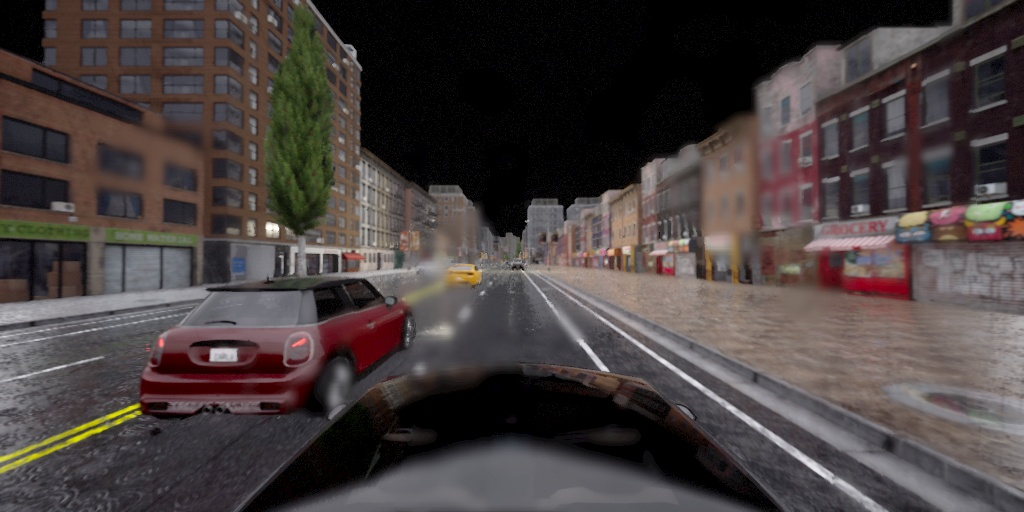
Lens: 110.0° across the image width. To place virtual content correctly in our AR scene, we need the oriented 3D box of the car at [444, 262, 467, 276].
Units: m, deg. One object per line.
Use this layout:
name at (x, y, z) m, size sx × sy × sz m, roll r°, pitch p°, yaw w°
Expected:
car at (-6.578, 1.468, 42.160) m, size 1.837 × 1.490 × 4.892 m, roll 0°, pitch 0°, yaw 0°

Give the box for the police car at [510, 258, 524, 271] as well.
police car at (0.986, 1.586, 60.432) m, size 1.930 × 1.638 × 5.238 m, roll 0°, pitch -1°, yaw 0°

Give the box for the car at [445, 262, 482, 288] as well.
car at (-3.146, 1.293, 24.144) m, size 1.882 × 1.535 × 5.008 m, roll 0°, pitch 0°, yaw 0°

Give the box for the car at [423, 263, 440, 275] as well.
car at (-9.829, 1.492, 42.271) m, size 1.812 × 1.442 × 4.674 m, roll 0°, pitch -1°, yaw 0°

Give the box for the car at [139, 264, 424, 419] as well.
car at (-3.151, 1.106, 6.048) m, size 2.097 × 1.767 × 4.553 m, roll 0°, pitch 0°, yaw 0°
